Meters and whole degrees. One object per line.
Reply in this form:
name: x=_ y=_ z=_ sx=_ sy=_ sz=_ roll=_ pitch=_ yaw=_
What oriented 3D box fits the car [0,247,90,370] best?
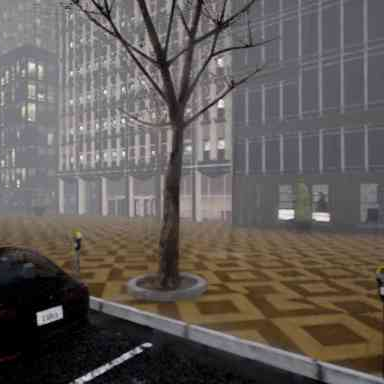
car: x=-3.455 y=1.575 z=5.349 sx=4.313 sy=1.339 sz=1.947 roll=0 pitch=0 yaw=36
